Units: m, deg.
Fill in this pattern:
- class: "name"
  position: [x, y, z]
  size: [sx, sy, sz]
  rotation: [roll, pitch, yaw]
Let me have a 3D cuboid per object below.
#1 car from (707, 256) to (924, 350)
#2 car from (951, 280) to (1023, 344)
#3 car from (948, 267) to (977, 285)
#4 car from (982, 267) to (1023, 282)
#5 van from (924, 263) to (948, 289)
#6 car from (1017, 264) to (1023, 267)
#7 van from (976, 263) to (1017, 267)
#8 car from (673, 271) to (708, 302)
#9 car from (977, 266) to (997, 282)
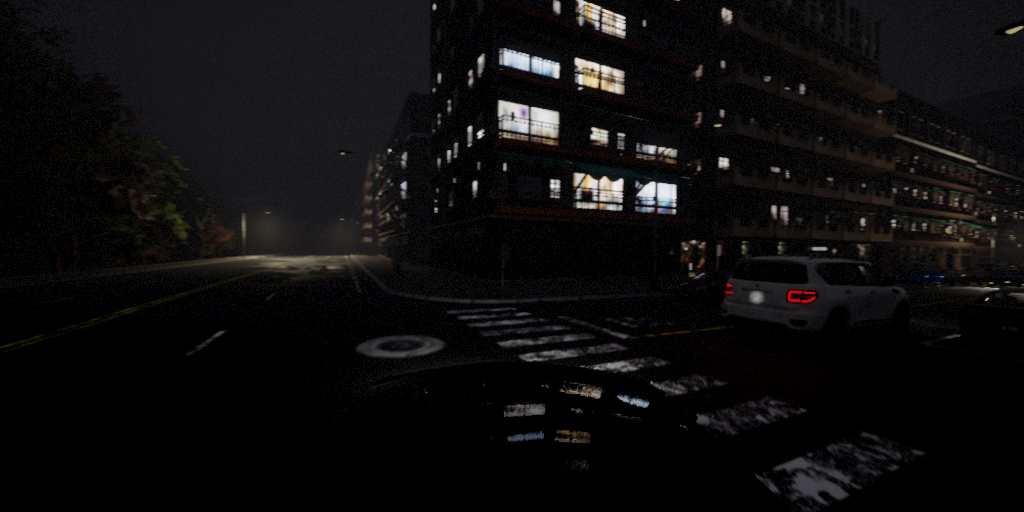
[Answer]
- class: "car"
  position: [8.058, 1.046, 9.447]
  size: [5.566, 2.045, 2.150]
  rotation: [1, 1, -26]
- class: "car"
  position: [12.888, 1.484, 8.811]
  size: [4.507, 1.381, 1.888]
  rotation: [0, 0, -26]
- class: "car"
  position: [34.520, 1.698, 28.460]
  size: [4.207, 1.307, 1.802]
  rotation: [0, 0, -26]
- class: "car"
  position: [38.454, 1.781, 27.385]
  size: [4.181, 1.385, 1.994]
  rotation: [1, 1, -26]
- class: "van"
  position: [29.415, 1.381, 26.008]
  size: [3.998, 1.789, 1.690]
  rotation: [0, 0, -26]
- class: "car"
  position: [49.816, 1.655, 35.856]
  size: [5.009, 1.841, 2.192]
  rotation: [0, 0, -26]
- class: "van"
  position: [44.724, 1.606, 33.379]
  size: [3.998, 1.789, 1.690]
  rotation: [0, 0, -26]
- class: "car"
  position: [9.278, 1.330, 16.335]
  size: [4.207, 1.307, 1.802]
  rotation: [0, 0, -26]
- class: "car"
  position: [39.623, 1.773, 30.915]
  size: [4.207, 1.307, 1.802]
  rotation: [0, 0, -26]
